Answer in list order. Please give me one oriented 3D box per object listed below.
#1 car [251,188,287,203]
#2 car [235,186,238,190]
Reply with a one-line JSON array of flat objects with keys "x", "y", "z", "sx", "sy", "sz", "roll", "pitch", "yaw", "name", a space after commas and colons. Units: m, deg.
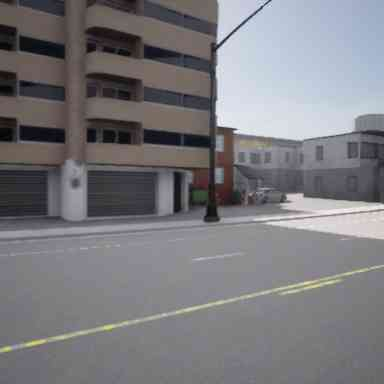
[{"x": 8.256, "y": 0.335, "z": 35.528, "sx": 3.806, "sy": 1.475, "sz": 1.970, "roll": -2, "pitch": 2, "yaw": -32, "name": "car"}, {"x": 4.872, "y": -0.197, "z": 42.953, "sx": 5.027, "sy": 1.636, "sz": 2.152, "roll": 0, "pitch": 1, "yaw": -32, "name": "car"}]
